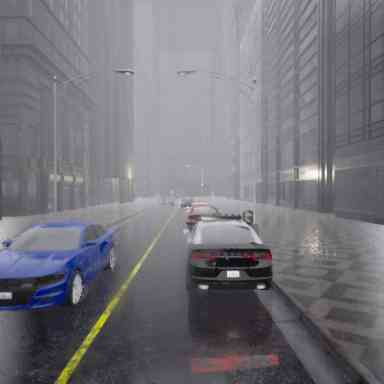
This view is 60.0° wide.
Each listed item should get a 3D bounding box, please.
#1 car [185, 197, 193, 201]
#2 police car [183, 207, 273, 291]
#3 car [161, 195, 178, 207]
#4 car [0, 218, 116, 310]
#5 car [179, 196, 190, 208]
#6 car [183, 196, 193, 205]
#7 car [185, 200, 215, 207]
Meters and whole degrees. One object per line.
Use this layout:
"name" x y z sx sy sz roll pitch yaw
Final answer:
"car" 0.591 1.453 25.267 1.801 1.575 5.366 0 0 -1
"police car" 0.787 1.424 9.188 1.930 1.638 5.238 0 0 -1
"car" -3.723 1.489 51.650 2.128 1.511 4.902 0 0 -1
"car" -3.199 1.476 8.116 1.882 1.535 5.008 0 0 -1
"car" -0.557 1.598 46.676 1.895 1.301 4.718 0 0 0
"car" -0.733 1.523 60.289 1.812 1.442 4.674 0 0 -1
"car" 0.666 1.476 19.077 1.882 1.535 5.008 0 0 -1
